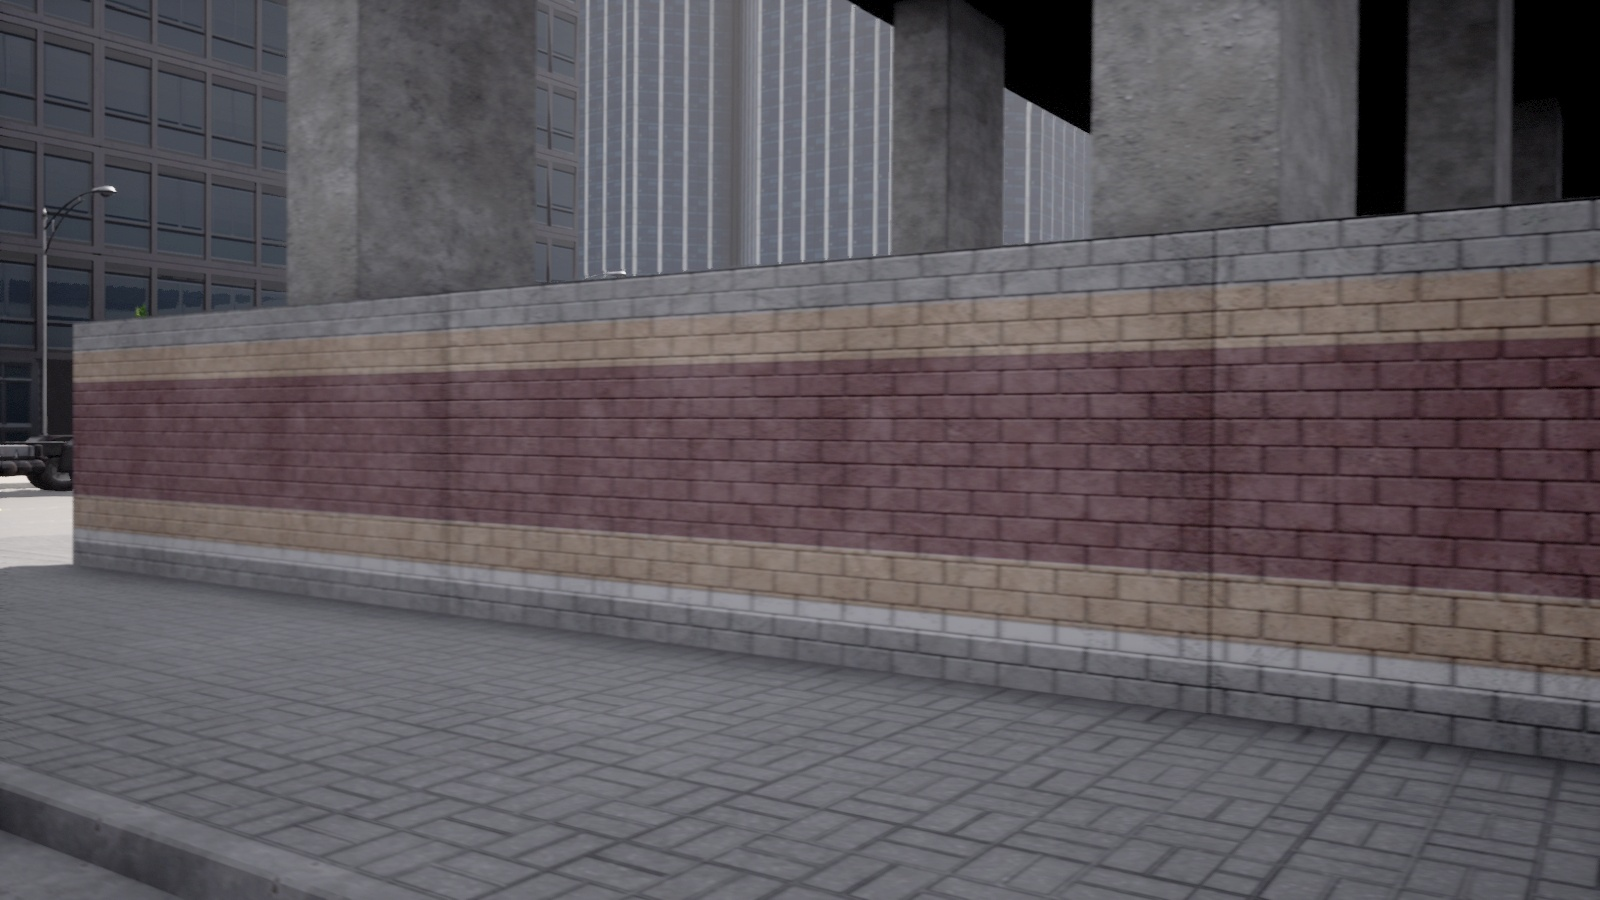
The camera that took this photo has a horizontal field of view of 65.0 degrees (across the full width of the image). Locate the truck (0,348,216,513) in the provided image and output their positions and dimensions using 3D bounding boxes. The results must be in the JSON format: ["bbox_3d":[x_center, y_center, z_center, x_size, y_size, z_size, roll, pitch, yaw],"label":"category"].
[{"bbox_3d":[-17.511,-0.415,27.759,2.891,3.462,7.936,0,1,34],"label":"truck"}]
